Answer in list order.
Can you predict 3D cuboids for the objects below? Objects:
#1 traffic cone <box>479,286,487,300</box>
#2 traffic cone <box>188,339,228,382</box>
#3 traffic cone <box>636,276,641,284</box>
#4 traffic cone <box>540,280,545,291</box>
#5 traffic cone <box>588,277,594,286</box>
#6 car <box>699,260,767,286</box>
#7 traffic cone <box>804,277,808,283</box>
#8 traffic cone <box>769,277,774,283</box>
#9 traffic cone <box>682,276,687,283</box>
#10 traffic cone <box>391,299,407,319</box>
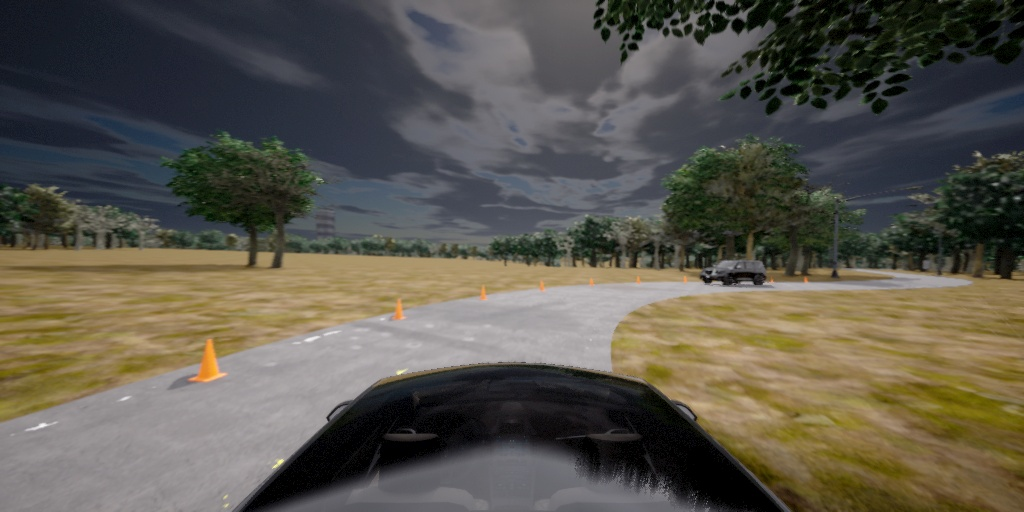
[{"bbox_3d":[-1.278,1.615,15.863,0.340,0.580,0.340,0,0,28],"label":"traffic cone"},{"bbox_3d":[-4.681,1.580,5.532,0.340,0.580,0.340,0,0,8],"label":"traffic cone"},{"bbox_3d":[9.767,1.843,27.734,0.340,0.580,0.340,0,0,-32],"label":"traffic cone"},{"bbox_3d":[1.700,1.669,20.439,0.340,0.580,0.340,0,0,38],"label":"traffic cone"},{"bbox_3d":[5.418,1.745,24.436,0.340,0.580,0.340,0,0,-42],"label":"traffic cone"},{"bbox_3d":[17.950,1.332,29.068,5.566,2.045,2.150,1,0,-20],"label":"car"},{"bbox_3d":[28.805,2.315,35.156,0.340,0.580,0.340,0,0,-22],"label":"traffic cone"},{"bbox_3d":[24.245,2.206,33.458,0.340,0.580,0.340,0,0,-19],"label":"traffic cone"},{"bbox_3d":[14.616,1.961,30.238,0.340,0.580,0.340,0,0,-22],"label":"traffic cone"},{"bbox_3d":[-3.426,1.586,10.845,0.340,0.580,0.340,0,0,18],"label":"traffic cone"}]
